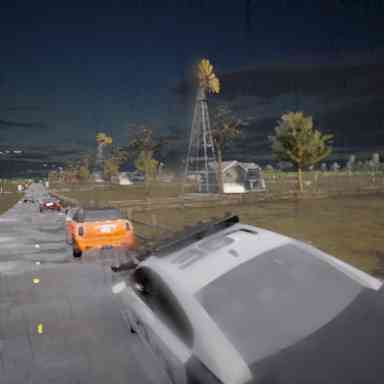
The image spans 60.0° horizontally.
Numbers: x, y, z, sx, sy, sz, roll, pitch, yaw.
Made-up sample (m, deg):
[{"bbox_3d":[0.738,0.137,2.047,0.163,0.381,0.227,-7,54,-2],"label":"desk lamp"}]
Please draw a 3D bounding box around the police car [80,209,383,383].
[{"bbox_3d":[0.188,1.178,4.173,1.930,1.638,5.238,-21,11,-23],"label":"police car"}]

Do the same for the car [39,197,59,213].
[{"bbox_3d":[-16.799,1.402,39.255,2.097,1.767,4.553,-1,1,-25],"label":"car"}]

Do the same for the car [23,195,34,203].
[{"bbox_3d":[-30.904,1.317,62.878,2.033,1.411,5.357,-1,2,-25],"label":"car"}]

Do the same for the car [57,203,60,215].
[{"bbox_3d":[-6.312,1.521,18.707,1.837,1.490,4.892,-1,0,-25],"label":"car"}]

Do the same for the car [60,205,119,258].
[{"bbox_3d":[-3.826,1.331,13.202,2.097,1.767,4.553,-3,1,-25],"label":"car"}]

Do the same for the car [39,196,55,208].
[{"bbox_3d":[-22.062,1.443,50.462,2.128,1.511,4.902,-1,1,-25],"label":"car"}]
